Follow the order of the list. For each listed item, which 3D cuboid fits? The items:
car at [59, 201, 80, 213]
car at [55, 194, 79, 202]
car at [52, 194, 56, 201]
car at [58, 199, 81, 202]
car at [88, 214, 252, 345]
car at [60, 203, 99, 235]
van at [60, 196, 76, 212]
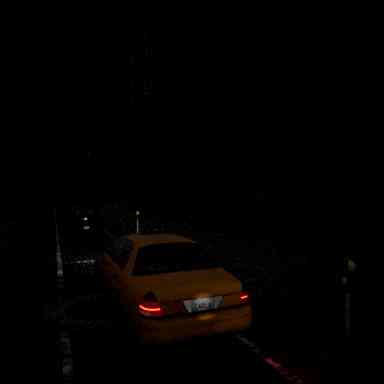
[{"bbox_3d":[-8.244,1.557,23.786,2.008,1.369,4.403,0,0,-23],"label":"car"},{"bbox_3d":[-12.487,1.324,33.986,2.192,1.841,5.009,0,0,-23],"label":"car"},{"bbox_3d":[-31.731,1.488,79.499,1.967,1.590,4.097,0,0,-24],"label":"car"},{"bbox_3d":[-10.366,1.573,28.885,1.947,1.339,4.313,0,0,-23],"label":"car"},{"bbox_3d":[-0.841,1.458,6.751,1.801,1.575,5.366,0,0,-23],"label":"car"},{"bbox_3d":[-6.122,1.556,18.686,2.008,1.369,4.403,0,0,-23],"label":"car"},{"bbox_3d":[-14.609,1.352,39.086,1.690,1.788,3.998,0,0,-23],"label":"van"}]
